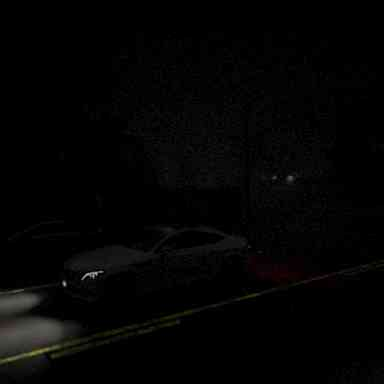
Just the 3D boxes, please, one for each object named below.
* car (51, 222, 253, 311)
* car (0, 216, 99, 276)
[{"bbox_3d":[-0.584,1.503,7.849,4.674,1.442,1.812,0,0,-35],"label":"car"},{"bbox_3d":[-4.239,1.482,9.552,4.902,1.511,2.128,0,0,-35],"label":"car"}]
